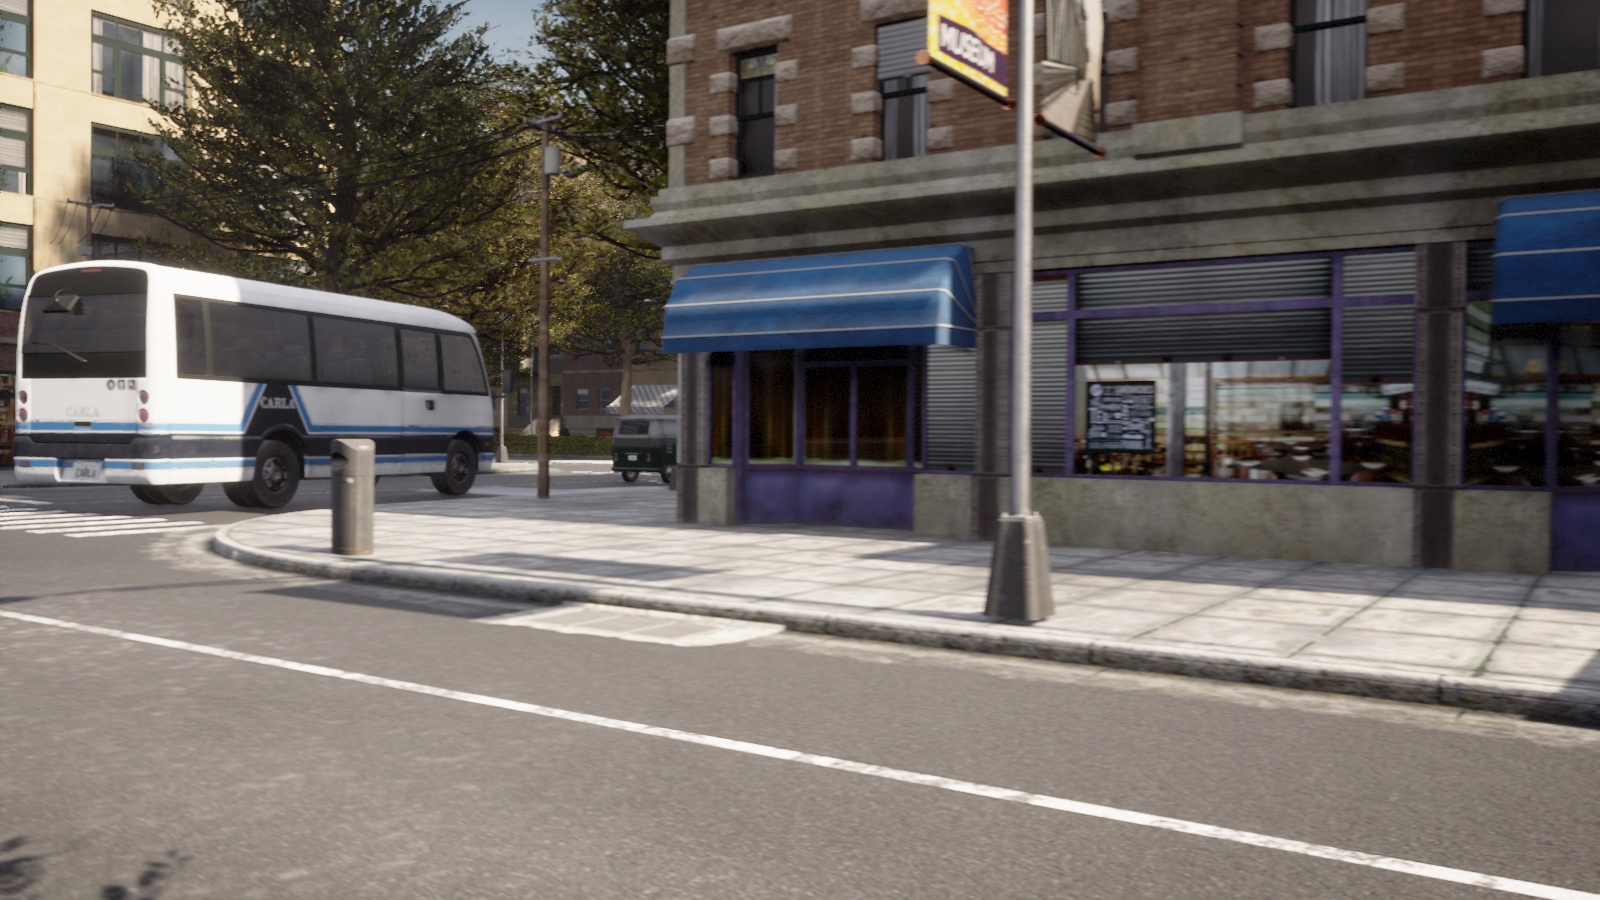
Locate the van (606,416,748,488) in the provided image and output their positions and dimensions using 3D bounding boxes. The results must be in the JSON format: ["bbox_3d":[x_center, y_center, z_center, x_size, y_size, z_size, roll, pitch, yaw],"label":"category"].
[{"bbox_3d":[-3.537,0.011,37.045,1.775,1.987,4.442,0,1,33],"label":"van"}]

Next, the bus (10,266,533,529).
[{"bbox_3d":[-9.987,-0.907,25.821,3.944,4.253,10.273,0,1,20],"label":"bus"}]
